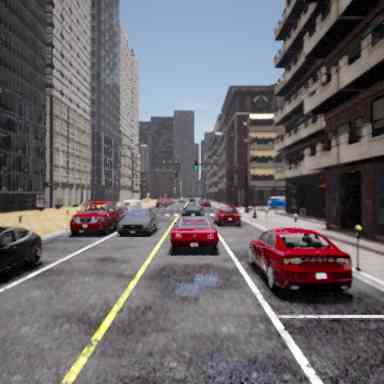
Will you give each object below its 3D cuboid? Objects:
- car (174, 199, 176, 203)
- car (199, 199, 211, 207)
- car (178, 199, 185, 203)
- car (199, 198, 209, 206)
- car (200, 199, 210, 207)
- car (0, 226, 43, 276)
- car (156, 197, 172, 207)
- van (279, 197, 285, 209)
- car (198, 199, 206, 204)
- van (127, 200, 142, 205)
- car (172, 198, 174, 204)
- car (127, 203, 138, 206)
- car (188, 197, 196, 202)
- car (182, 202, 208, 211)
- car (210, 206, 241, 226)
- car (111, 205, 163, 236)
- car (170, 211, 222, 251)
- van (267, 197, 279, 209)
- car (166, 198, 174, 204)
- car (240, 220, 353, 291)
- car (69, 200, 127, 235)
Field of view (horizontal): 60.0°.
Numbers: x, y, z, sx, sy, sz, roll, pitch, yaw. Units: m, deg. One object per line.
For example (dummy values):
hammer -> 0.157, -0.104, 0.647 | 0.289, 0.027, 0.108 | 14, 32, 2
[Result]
car -> -5.665, 2.403, 80.202 | 1.947, 1.339, 4.313 | 0, -1, 0
car -> 2.708, 2.200, 63.616 | 1.887, 1.381, 4.507 | 0, -1, 0
car -> -2.965, 2.597, 95.369 | 1.895, 1.301, 4.718 | 0, -1, 0
car -> 2.712, 2.216, 74.672 | 1.967, 1.590, 4.097 | 0, -1, 0
car -> 2.710, 2.260, 69.143 | 1.887, 1.381, 4.507 | 0, -1, 0
car -> -5.692, 1.656, 9.142 | 1.947, 1.339, 4.313 | 0, -1, 0
car -> -5.673, 1.970, 63.623 | 2.192, 1.841, 5.009 | 0, -1, 0
van -> 13.745, 1.584, 42.793 | 3.998, 1.788, 1.690 | -1, 0, 0
car -> 2.719, 2.530, 91.253 | 1.947, 1.339, 4.313 | 0, -1, 0
van -> -5.685, 1.652, 31.234 | 1.690, 1.788, 3.998 | 0, -1, 0
car -> -5.667, 2.321, 74.675 | 1.887, 1.381, 4.507 | 0, -1, 0
car -> -5.686, 1.821, 25.709 | 1.947, 1.339, 4.313 | 0, -1, 0
car -> 0.032, 2.309, 89.339 | 1.837, 1.490, 4.892 | 0, -1, 0
car -> 0.104, 1.852, 28.985 | 1.994, 1.385, 4.181 | 0, -1, 0
car -> 2.694, 1.800, 25.705 | 1.887, 1.381, 4.507 | 0, -1, 0
car -> -3.090, 1.745, 19.999 | 2.033, 1.411, 5.357 | 0, -1, 0
car -> 0.101, 1.748, 14.904 | 1.895, 1.301, 4.718 | 0, -1, 0
van -> 13.727, 1.631, 51.173 | 3.998, 1.788, 1.690 | -1, 0, 0
car -> -5.664, 2.340, 85.731 | 1.967, 1.590, 4.097 | 0, -1, 0
car -> 2.688, 1.635, 9.138 | 1.887, 1.381, 4.507 | 0, -1, 0
car -> -5.689, 1.514, 20.189 | 2.192, 1.841, 5.009 | 0, -1, 0
